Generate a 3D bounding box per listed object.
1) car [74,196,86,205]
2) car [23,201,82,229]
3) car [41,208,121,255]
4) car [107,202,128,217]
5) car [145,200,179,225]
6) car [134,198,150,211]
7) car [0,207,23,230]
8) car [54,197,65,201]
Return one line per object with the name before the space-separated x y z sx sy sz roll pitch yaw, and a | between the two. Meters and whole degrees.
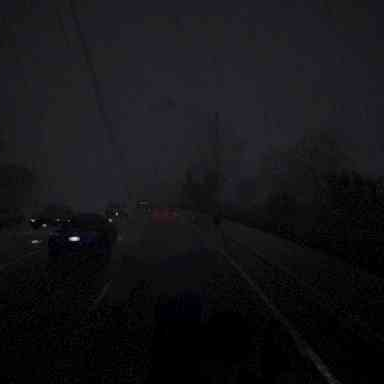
car | -20.676 1.515 61.492 1.882 1.535 5.008 0 0 -22
car | -9.010 1.567 22.009 2.033 1.411 5.357 0 0 -9
car | -4.221 1.576 13.372 1.994 1.385 4.181 0 0 -5
car | -7.045 1.623 31.252 1.895 1.301 4.718 0 0 -12
car | -2.079 1.563 23.978 2.033 1.411 5.357 0 0 -10
car | -6.132 1.521 41.621 2.128 1.511 4.902 0 0 -16
car | -12.487 1.623 21.481 1.895 1.301 4.718 0 0 -9
car | -24.044 1.560 60.475 1.812 1.442 4.674 0 0 -22
